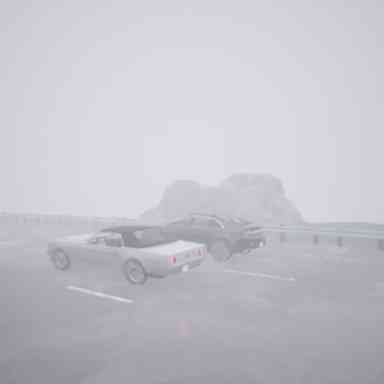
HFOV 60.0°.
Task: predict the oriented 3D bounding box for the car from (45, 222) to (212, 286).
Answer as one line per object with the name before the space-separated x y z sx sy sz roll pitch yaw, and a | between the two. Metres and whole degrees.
car | -2.026 1.615 9.451 4.718 1.301 1.895 0 0 33

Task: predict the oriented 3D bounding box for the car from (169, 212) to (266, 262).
car | 0.228 1.495 12.130 4.902 1.511 2.128 0 0 33
